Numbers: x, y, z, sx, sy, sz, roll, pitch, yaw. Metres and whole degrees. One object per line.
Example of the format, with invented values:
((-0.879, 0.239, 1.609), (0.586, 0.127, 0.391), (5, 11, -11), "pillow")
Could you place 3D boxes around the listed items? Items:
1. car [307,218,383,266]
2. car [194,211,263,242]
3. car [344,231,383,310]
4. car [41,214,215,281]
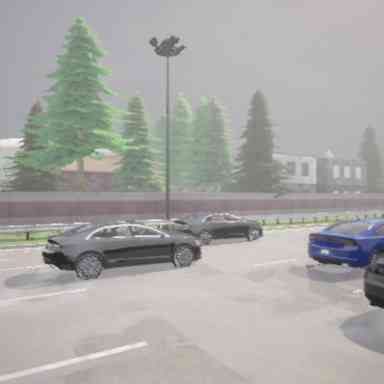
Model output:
((6.027, 1.615, 11.034), (5.008, 1.535, 1.882), (0, -1, -31), "car")
((1.310, 1.707, 16.373), (4.902, 1.511, 2.128), (0, -1, -31), "car")
((5.444, 1.587, 6.614), (4.892, 1.490, 1.837), (0, -1, -31), "car")
((-1.987, 1.632, 10.338), (4.902, 1.511, 2.128), (0, -1, -31), "car")
